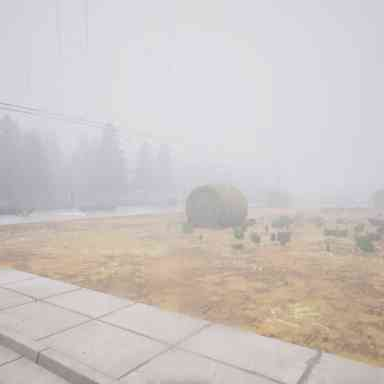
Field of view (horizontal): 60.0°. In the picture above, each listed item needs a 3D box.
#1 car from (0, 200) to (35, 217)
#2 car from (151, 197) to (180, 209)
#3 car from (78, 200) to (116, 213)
[{"bbox_3d":[-16.691,1.518,29.774,2.128,1.511,4.902,0,0,37],"label":"car"},{"bbox_3d":[-3.750,1.531,47.200,1.837,1.490,4.892,0,0,37],"label":"car"},{"bbox_3d":[-10.743,1.591,37.798,1.994,1.385,4.181,0,0,36],"label":"car"}]
